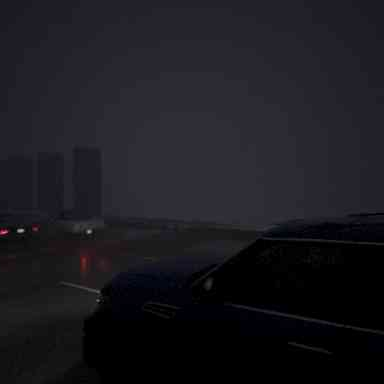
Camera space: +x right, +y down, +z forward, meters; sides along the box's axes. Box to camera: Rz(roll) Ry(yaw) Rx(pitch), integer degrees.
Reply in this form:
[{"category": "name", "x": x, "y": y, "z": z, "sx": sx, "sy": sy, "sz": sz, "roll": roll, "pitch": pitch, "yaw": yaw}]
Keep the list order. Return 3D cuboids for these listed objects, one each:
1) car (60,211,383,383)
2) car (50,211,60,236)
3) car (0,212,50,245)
[{"category": "car", "x": 1.448, "y": 1.223, "z": 2.958, "sx": 5.566, "sy": 2.045, "sz": 2.150, "roll": 0, "pitch": 0, "yaw": 35}, {"category": "car", "x": -6.787, "y": 1.638, "z": 17.427, "sx": 4.718, "sy": 1.301, "sz": 1.895, "roll": 0, "pitch": 0, "yaw": 35}, {"category": "car", "x": -8.796, "y": 1.584, "z": 14.562, "sx": 5.357, "sy": 1.411, "sz": 2.033, "roll": 0, "pitch": 0, "yaw": 35}]
